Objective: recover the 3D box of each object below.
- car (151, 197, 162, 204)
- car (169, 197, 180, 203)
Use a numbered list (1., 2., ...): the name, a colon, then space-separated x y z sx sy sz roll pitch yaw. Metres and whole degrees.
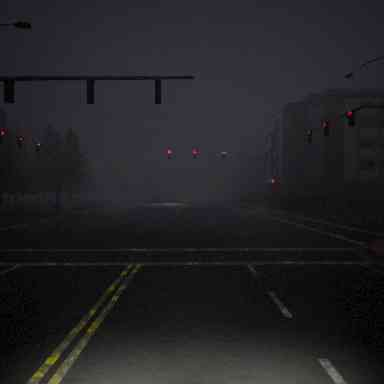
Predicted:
1. car: -7.000 1.611 65.944 2.033 1.411 5.357 0 0 0
2. car: -3.500 1.606 65.944 1.994 1.385 4.181 0 0 0
